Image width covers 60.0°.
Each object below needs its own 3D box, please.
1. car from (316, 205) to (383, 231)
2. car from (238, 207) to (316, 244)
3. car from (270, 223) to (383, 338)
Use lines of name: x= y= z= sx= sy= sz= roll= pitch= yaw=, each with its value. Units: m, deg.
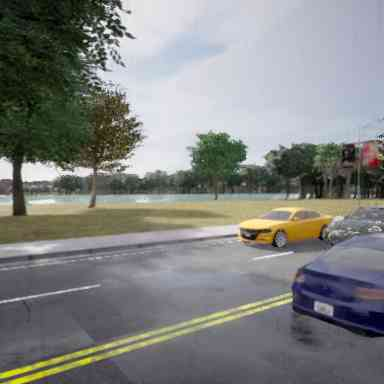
car: x=7.124 y=1.308 z=12.755 sx=4.553 sy=1.767 sz=2.097 roll=0 pitch=0 yaw=-35
car: x=4.249 y=1.437 z=14.696 sx=5.008 sy=1.535 sz=1.882 roll=0 pitch=0 yaw=-35
car: x=3.771 y=1.504 z=6.130 sx=4.674 sy=1.442 sz=1.812 roll=0 pitch=0 yaw=-35
